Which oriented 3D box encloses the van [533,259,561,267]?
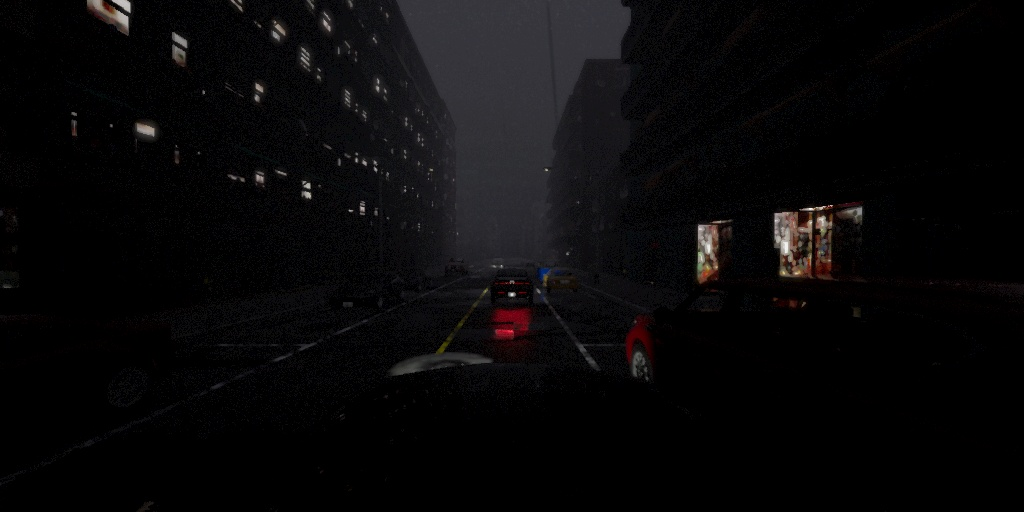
[{"bbox_3d":[2.690,1.087,25.991,1.690,1.789,3.998,0,0,0],"label":"van"}]

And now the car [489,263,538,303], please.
[{"bbox_3d":[0.000,1.263,16.501,1.837,1.490,4.892,0,0,0],"label":"car"}]

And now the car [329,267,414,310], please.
[{"bbox_3d":[-5.691,1.311,14.626,1.948,1.339,4.313,0,0,0],"label":"car"}]

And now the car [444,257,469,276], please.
[{"bbox_3d":[-5.692,1.064,37.364,2.192,1.841,5.009,0,0,0],"label":"car"}]

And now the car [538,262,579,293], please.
[{"bbox_3d":[2.689,1.271,20.477,1.751,1.417,4.829,0,0,0],"label":"car"}]

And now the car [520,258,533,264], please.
[{"bbox_3d":[2.690,1.309,54.414,2.007,1.370,4.403,0,0,0],"label":"car"}]

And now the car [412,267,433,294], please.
[{"bbox_3d":[-5.691,1.311,20.310,1.948,1.339,4.313,0,0,0],"label":"car"}]

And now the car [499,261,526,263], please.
[{"bbox_3d":[0.000,1.365,31.533,1.895,1.301,4.718,0,0,0],"label":"car"}]

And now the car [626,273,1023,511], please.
[{"bbox_3d":[2.689,1.061,3.253,2.192,1.841,5.009,0,0,0],"label":"car"}]

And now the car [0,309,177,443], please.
[{"bbox_3d":[-5.692,1.291,3.257,1.888,1.381,4.507,0,0,0],"label":"car"}]
